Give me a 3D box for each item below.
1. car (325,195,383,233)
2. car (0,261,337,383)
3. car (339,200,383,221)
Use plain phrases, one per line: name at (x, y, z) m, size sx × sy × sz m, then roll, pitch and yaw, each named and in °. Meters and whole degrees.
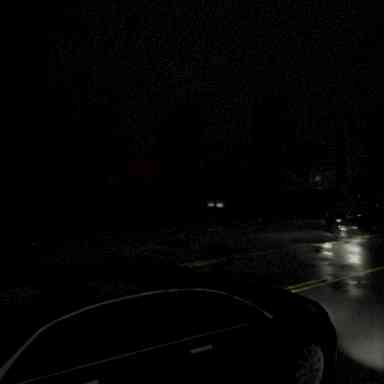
car at (10.352, 1.221, 19.969) m, size 5.566 × 2.045 × 2.150 m, roll 0°, pitch 0°, yaw -35°
car at (-0.461, 1.509, 3.418) m, size 4.892 × 1.490 × 1.837 m, roll 0°, pitch 0°, yaw -35°
car at (14.209, 1.461, 26.990) m, size 4.892 × 1.490 × 1.837 m, roll 0°, pitch 0°, yaw -35°
